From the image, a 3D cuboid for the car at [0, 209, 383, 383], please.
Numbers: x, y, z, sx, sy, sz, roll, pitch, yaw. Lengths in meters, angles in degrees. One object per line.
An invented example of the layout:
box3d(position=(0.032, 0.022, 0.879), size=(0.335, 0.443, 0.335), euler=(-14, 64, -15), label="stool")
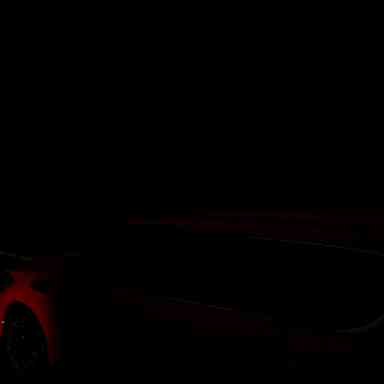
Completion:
box3d(position=(0.106, 1.208, 3.609), size=(5.566, 2.045, 2.150), euler=(0, 0, 35), label="car")
